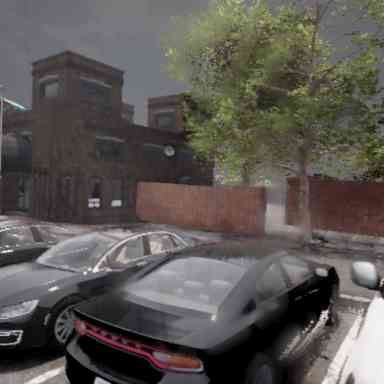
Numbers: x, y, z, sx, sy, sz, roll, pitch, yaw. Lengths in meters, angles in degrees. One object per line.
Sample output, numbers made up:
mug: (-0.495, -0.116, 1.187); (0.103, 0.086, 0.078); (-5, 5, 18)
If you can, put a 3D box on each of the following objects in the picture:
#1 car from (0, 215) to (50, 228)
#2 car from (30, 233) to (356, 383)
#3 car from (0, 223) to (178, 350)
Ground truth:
car: (-3.948, 1.424, 8.084); (2.231, 1.521, 4.892); (1, 0, 35)
car: (0.704, 1.465, 4.771); (2.097, 1.535, 5.008); (1, 0, 35)
car: (-1.563, 1.445, 6.401); (2.231, 1.521, 4.892); (1, 0, 35)
